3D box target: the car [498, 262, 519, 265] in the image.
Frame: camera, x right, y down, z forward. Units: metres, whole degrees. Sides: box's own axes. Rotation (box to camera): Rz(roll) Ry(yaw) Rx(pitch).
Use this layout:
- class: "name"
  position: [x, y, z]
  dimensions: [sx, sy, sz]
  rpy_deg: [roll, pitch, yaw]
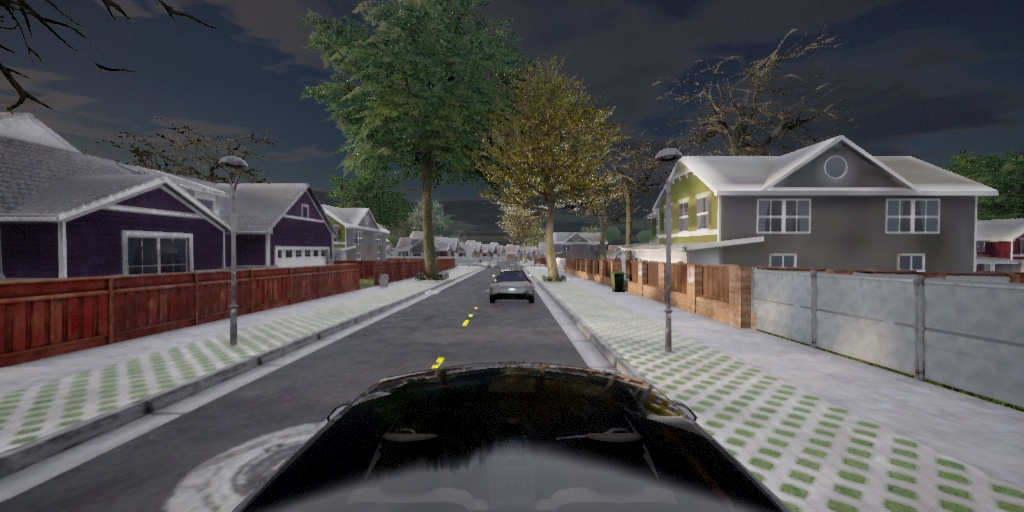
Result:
- class: "car"
  position: [0.000, 1.348, 31.535]
  dimensions: [1.895, 1.301, 4.718]
  rpy_deg: [0, 0, 0]

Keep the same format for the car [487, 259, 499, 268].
- class: "car"
  position: [-2.750, 1.217, 54.507]
  dimensions: [2.128, 1.511, 4.902]
  rpy_deg: [0, 0, 0]

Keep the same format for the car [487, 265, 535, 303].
- class: "car"
  position: [0.000, 1.316, 16.503]
  dimensions: [1.994, 1.385, 4.181]
  rpy_deg: [0, 0, 0]
